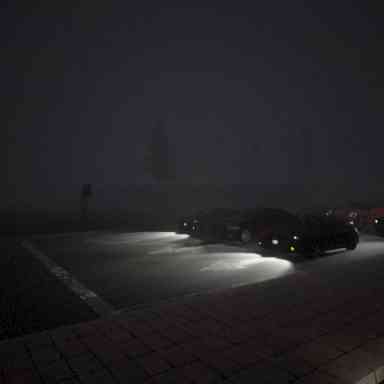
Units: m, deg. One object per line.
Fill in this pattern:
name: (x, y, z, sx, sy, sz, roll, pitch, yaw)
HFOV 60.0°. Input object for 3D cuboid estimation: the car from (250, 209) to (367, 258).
car: (4.520, 1.558, 12.721, 4.181, 1.385, 1.994, 0, 0, -35)

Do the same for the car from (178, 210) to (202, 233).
car: (1.266, 1.557, 18.989, 4.181, 1.385, 1.994, 0, 0, -35)

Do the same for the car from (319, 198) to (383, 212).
car: (10.532, 1.341, 21.240, 4.553, 1.767, 2.097, 0, 0, -35)

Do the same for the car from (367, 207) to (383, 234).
car: (11.673, 1.590, 17.768, 4.718, 1.301, 1.895, 0, 0, -35)

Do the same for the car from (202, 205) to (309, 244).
car: (3.146, 1.471, 16.034, 5.008, 1.535, 1.882, 0, 0, -35)

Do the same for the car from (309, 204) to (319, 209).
car: (9.198, 1.552, 24.567, 4.181, 1.385, 1.994, 0, 0, -36)
